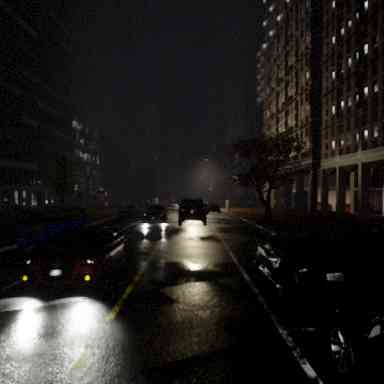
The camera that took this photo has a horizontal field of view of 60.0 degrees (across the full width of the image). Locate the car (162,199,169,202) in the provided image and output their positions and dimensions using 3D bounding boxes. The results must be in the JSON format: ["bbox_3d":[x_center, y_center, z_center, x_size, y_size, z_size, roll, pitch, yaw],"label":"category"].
[{"bbox_3d":[-5.699,2.170,58.930,1.887,1.381,4.507,-1,-1,0],"label":"car"}]

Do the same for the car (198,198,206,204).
[{"bbox_3d":[2.679,2.390,87.055,1.967,1.590,4.097,-1,-1,0],"label":"car"}]

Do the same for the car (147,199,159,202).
[{"bbox_3d":[-5.700,1.983,42.056,1.887,1.381,4.507,-1,-1,0],"label":"car"}]

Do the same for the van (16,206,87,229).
[{"bbox_3d":[-5.703,1.482,13.935,1.690,1.788,3.998,-1,-1,0],"label":"van"}]

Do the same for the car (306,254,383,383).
[{"bbox_3d":[2.681,1.593,2.682,1.947,1.339,4.313,-1,-1,0],"label":"car"}]

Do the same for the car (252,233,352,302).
[{"bbox_3d":[2.681,1.649,8.307,1.947,1.339,4.313,-1,-1,0],"label":"car"}]

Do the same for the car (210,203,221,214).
[{"bbox_3d":[2.681,2.019,42.056,1.802,1.307,4.206,-1,-1,0],"label":"car"}]

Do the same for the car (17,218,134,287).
[{"bbox_3d":[-3.090,1.660,9.527,1.994,1.385,4.181,0,-1,0],"label":"car"}]

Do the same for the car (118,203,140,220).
[{"bbox_3d":[-5.700,1.867,30.807,2.008,1.369,4.403,-1,-1,0],"label":"car"}]

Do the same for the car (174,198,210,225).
[{"bbox_3d":[0.070,1.493,26.477,2.150,2.045,5.566,0,0,1],"label":"car"}]

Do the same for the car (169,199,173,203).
[{"bbox_3d":[-5.699,2.304,70.180,2.008,1.369,4.403,-1,-1,0],"label":"car"}]

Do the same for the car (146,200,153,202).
[{"bbox_3d":[-5.700,1.900,36.262,1.752,1.417,4.829,-1,-1,0],"label":"car"}]

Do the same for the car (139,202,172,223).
[{"bbox_3d":[-3.067,1.819,28.750,1.812,1.442,4.674,0,-1,0],"label":"car"}]

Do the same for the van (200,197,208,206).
[{"bbox_3d":[2.677,2.159,75.807,1.690,1.788,3.998,-1,-1,0],"label":"van"}]

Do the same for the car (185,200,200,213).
[{"bbox_3d":[0.092,1.947,44.975,1.882,1.535,5.008,0,0,0],"label":"car"}]

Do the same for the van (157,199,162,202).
[{"bbox_3d":[-5.703,1.841,47.683,1.690,1.788,3.998,-1,-1,0],"label":"van"}]
